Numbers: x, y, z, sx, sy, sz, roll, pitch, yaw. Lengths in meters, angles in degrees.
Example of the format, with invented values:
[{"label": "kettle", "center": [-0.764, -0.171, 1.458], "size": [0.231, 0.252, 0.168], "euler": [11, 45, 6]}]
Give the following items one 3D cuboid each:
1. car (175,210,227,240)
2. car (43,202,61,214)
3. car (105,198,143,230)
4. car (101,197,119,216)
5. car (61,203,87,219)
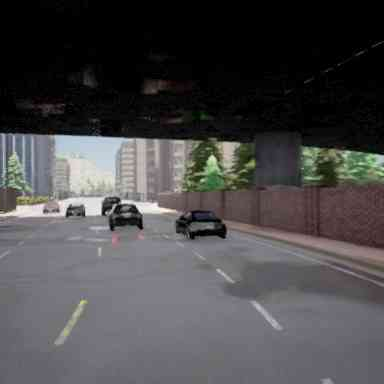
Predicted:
[{"label": "car", "center": [0.360, 1.682, 18.042], "size": [1.994, 1.385, 4.181], "euler": [0, 0, -15]}, {"label": "car", "center": [-18.197, 2.004, 43.413], "size": [1.812, 1.442, 4.674], "euler": [0, -1, -16]}, {"label": "car", "center": [-4.685, 1.555, 22.948], "size": [2.097, 1.767, 4.553], "euler": [0, 0, -16]}, {"label": "car", "center": [-9.233, 1.574, 38.255], "size": [2.150, 2.045, 5.566], "euler": [0, 0, -17]}, {"label": "car", "center": [-11.768, 1.839, 33.898], "size": [2.128, 1.511, 4.902], "euler": [0, 0, -17]}]
